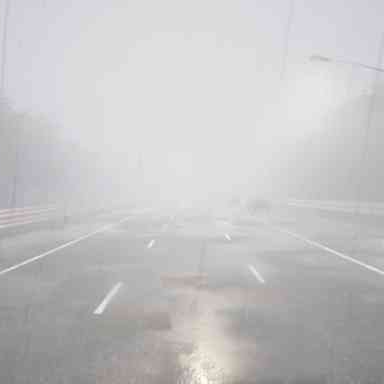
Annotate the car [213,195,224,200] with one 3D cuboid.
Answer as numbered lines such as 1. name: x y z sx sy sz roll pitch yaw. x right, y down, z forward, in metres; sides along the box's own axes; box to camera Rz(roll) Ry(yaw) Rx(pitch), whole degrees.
1. car: 7.099 1.398 84.928 1.812 1.442 4.674 0 0 0

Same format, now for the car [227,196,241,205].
1. car: 7.011 1.336 55.590 1.882 1.535 5.008 0 0 0

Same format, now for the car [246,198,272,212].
1. car: 7.305 1.411 36.574 1.837 1.490 4.892 0 0 -4
